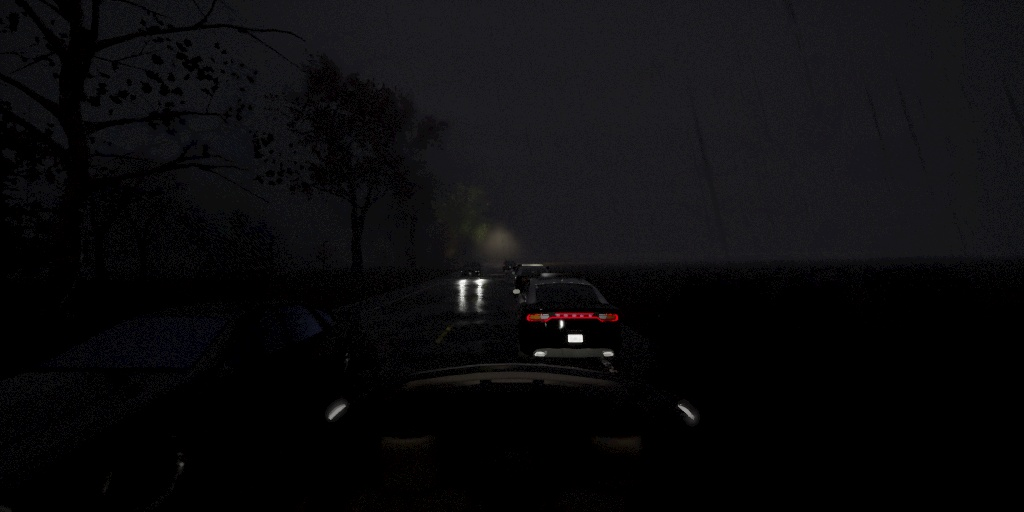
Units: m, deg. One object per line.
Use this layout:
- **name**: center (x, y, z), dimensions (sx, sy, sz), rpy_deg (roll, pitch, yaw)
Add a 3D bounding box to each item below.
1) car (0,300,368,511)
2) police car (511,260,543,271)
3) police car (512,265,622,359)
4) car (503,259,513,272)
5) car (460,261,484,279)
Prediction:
- **car**: center (-3.595, 1.297, 4.379), dimensions (2.033, 1.411, 5.357), rpy_deg (0, 0, 0)
- **police car**: center (1.037, 1.181, 18.592), dimensions (1.930, 1.638, 5.238), rpy_deg (0, 0, 0)
- **police car**: center (1.059, 1.176, 8.582), dimensions (1.930, 1.638, 5.238), rpy_deg (0, 0, 0)
- **car**: center (-0.237, 1.345, 47.185), dimensions (1.994, 1.385, 4.181), rpy_deg (0, 0, 0)
- **car**: center (-3.617, 1.271, 33.137), dimensions (1.837, 1.490, 4.892), rpy_deg (0, 0, -1)
